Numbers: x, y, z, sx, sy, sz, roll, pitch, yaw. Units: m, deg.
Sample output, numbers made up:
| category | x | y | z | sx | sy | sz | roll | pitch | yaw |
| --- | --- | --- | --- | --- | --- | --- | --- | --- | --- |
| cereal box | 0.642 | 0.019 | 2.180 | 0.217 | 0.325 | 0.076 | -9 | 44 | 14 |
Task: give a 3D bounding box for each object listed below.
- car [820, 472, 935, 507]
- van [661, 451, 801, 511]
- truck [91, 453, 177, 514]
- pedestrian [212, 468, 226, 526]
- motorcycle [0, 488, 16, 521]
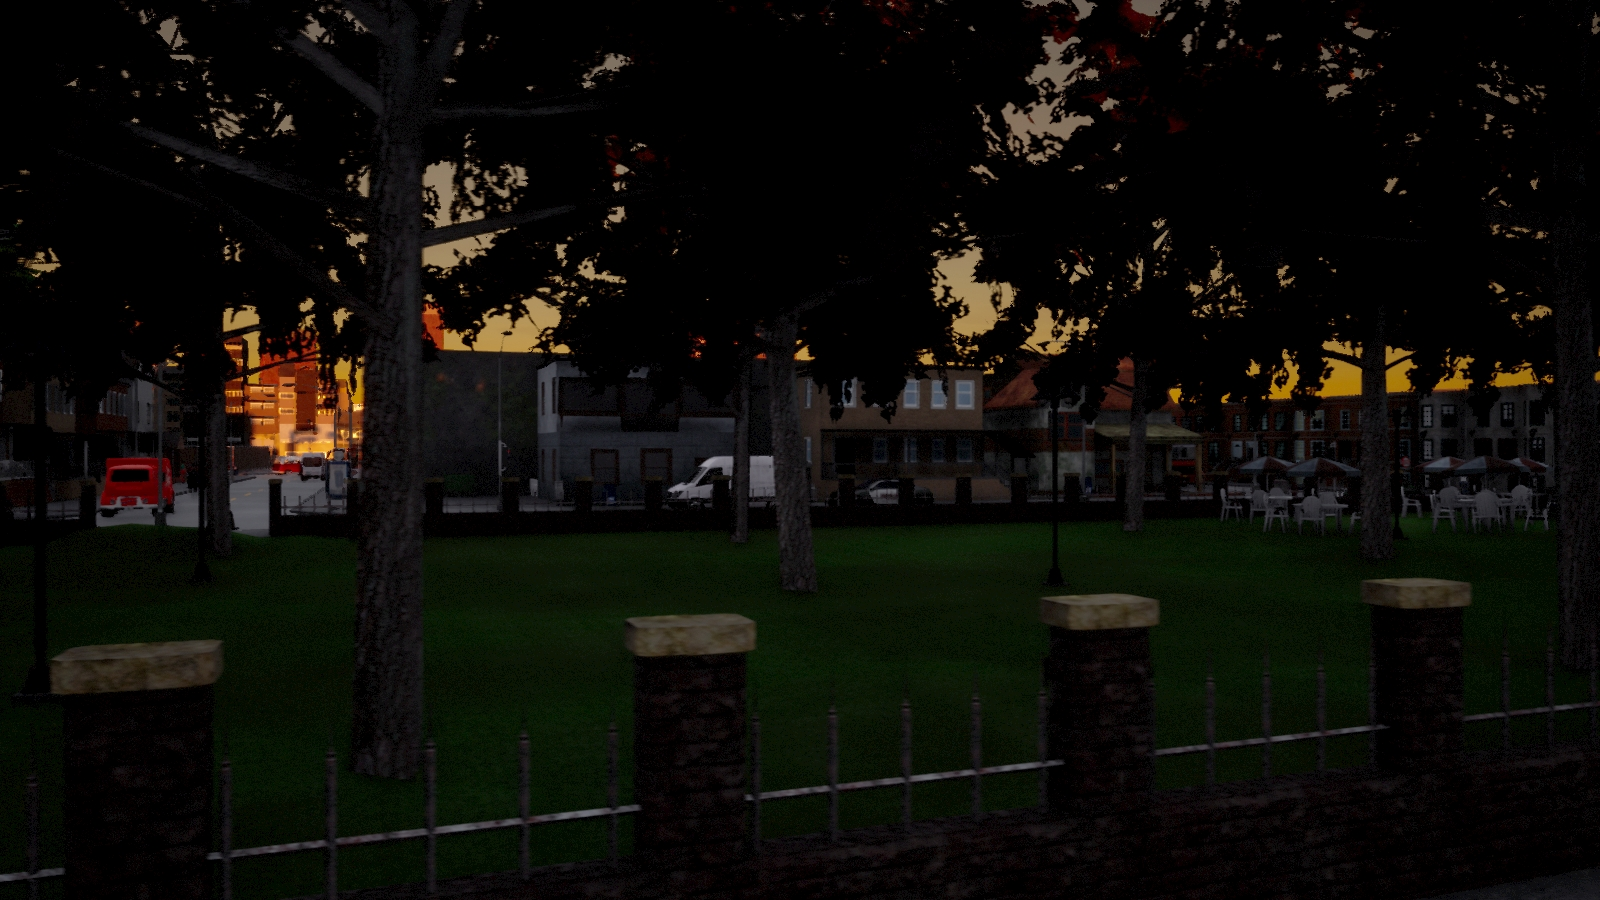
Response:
| category | x | y | z | sx | sy | sz | roll | pitch | yaw |
| --- | --- | --- | --- | --- | --- | --- | --- | --- | --- |
| car | 3.628 | 1.818 | 53.472 | 4.974 | 1.542 | 2.038 | 0 | 0 | -21 |
| van | -3.063 | 1.315 | 50.919 | 5.915 | 2.561 | 1.988 | 0 | 0 | -20 |
| truck | -28.341 | 1.353 | 48.817 | 2.627 | 2.467 | 5.204 | 0 | 0 | -24 |
| pedestrian | -18.849 | 1.524 | 37.075 | 0.375 | 1.860 | 0.375 | 0 | 0 | -20 |
| motorcycle | -29.647 | 1.993 | 41.327 | 2.033 | 1.145 | 0.803 | 0 | -6 | -42 |
